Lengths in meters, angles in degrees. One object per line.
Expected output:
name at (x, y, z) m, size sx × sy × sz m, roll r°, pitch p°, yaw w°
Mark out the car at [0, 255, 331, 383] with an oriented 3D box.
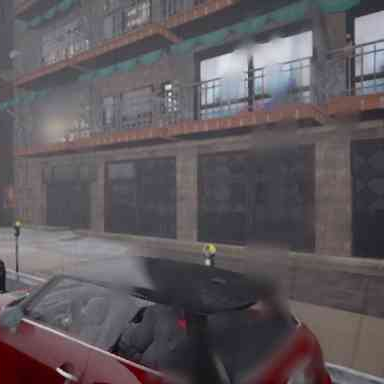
car at (-0.827, 1.414, 3.479) m, size 4.097 × 1.590 × 1.967 m, roll 1°, pitch 0°, yaw 36°
